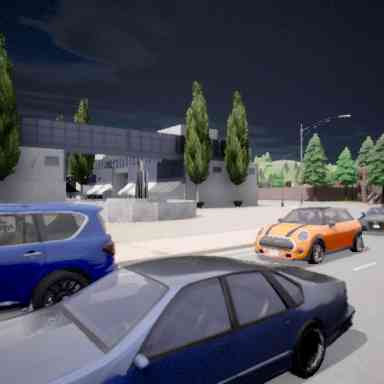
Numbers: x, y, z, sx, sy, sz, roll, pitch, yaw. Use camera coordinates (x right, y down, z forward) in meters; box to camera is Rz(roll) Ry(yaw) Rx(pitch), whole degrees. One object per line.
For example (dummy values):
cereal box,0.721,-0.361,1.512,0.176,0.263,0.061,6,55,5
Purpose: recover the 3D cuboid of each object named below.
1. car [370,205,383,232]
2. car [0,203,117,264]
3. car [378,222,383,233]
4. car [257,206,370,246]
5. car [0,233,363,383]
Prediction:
car,10.442,1.558,18.370,1.994,1.385,4.181,0,0,36
car,-3.983,1.224,5.471,5.566,2.045,2.150,0,0,-38
car,7.702,1.597,10.271,4.718,1.301,1.895,0,0,-42
car,4.279,1.348,11.964,4.553,1.767,2.097,0,0,-41
car,-0.148,1.547,3.943,5.357,1.411,2.033,0,0,-37
